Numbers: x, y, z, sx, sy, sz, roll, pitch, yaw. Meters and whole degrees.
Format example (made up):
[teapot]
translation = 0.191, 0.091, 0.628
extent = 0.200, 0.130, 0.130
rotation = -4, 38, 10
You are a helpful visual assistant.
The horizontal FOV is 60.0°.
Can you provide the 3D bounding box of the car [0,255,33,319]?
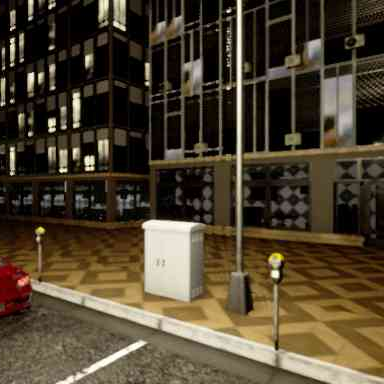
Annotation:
[car]
translation = -4.592, 1.581, 6.149
extent = 4.206, 1.307, 1.802
rotation = 0, 0, 36
